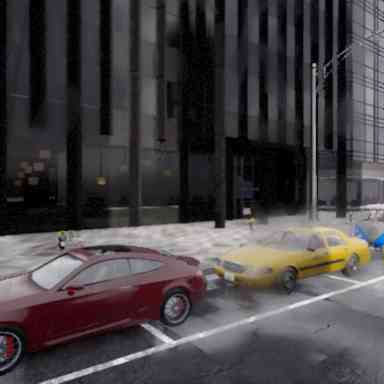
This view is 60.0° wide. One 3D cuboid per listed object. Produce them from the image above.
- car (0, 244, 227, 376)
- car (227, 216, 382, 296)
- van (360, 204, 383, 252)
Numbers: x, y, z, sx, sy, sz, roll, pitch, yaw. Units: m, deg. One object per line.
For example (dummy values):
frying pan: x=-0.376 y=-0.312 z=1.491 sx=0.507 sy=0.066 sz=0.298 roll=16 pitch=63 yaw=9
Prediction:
car: x=-1.651 y=1.578 z=5.469 sx=4.206 sy=1.307 sz=1.802 roll=0 pitch=0 yaw=-35
car: x=2.778 y=1.510 z=8.626 sx=4.829 sy=1.417 sz=1.752 roll=0 pitch=0 yaw=-35
van: x=7.483 y=1.314 z=11.981 sx=3.998 sy=1.788 sz=1.690 roll=0 pitch=0 yaw=-35
